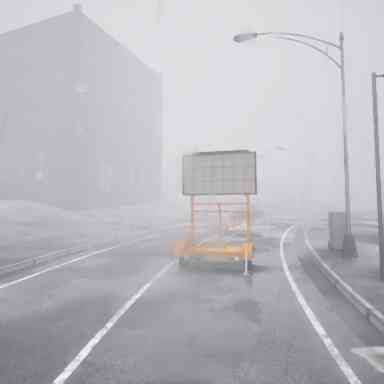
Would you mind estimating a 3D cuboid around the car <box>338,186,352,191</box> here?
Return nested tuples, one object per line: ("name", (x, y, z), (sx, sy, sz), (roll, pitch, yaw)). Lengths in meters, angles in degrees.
("car", (37.426, -0.646, 84.471), (4.892, 1.521, 2.231), (3, -5, -31))

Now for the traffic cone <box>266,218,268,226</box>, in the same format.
("traffic cone", (5.144, 2.080, 23.036), (0.340, 0.580, 0.340), (-2, -1, 17))

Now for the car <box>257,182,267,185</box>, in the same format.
("car", (13.047, -1.678, 71.299), (4.674, 1.452, 2.002), (2, -5, -25))

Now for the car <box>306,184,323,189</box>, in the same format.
("car", (27.977, -1.066, 78.972), (4.792, 1.488, 2.163), (2, -5, -28))

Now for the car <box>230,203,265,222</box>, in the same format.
("car", (5.057, 1.822, 30.031), (1.837, 1.490, 4.892), (-3, -2, 31))

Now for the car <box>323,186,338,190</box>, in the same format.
("car", (32.773, -0.834, 81.693), (4.674, 1.452, 2.002), (3, -5, -30))

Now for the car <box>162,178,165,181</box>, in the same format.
("car", (-7.073, -2.466, 62.411), (4.553, 1.767, 2.185), (2, -5, -24))

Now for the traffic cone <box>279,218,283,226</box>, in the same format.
("traffic cone", (6.099, 2.049, 22.751), (0.340, 0.580, 0.340), (-2, -1, 17))

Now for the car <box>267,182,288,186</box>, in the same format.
("car", (18.034, -1.521, 73.726), (5.008, 1.535, 2.097), (2, -5, -26))

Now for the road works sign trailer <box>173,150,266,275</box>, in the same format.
("road works sign trailer", (0.919, 0.493, 10.697), (2.380, 3.560, 2.880), (-1, 0, 18))

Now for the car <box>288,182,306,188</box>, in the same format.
("car", (22.946, -1.442, 76.254), (4.553, 1.767, 2.185), (2, -5, -27))
